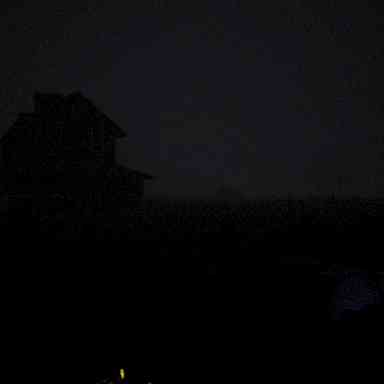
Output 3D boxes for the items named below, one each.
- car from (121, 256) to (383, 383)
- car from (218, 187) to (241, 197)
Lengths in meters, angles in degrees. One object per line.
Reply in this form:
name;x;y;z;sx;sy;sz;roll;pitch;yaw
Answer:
car;1.302;1.558;4.008;4.181;1.385;1.994;0;0;-36
car;7.670;-0.085;69.038;2.150;2.045;5.566;0;1;-34
